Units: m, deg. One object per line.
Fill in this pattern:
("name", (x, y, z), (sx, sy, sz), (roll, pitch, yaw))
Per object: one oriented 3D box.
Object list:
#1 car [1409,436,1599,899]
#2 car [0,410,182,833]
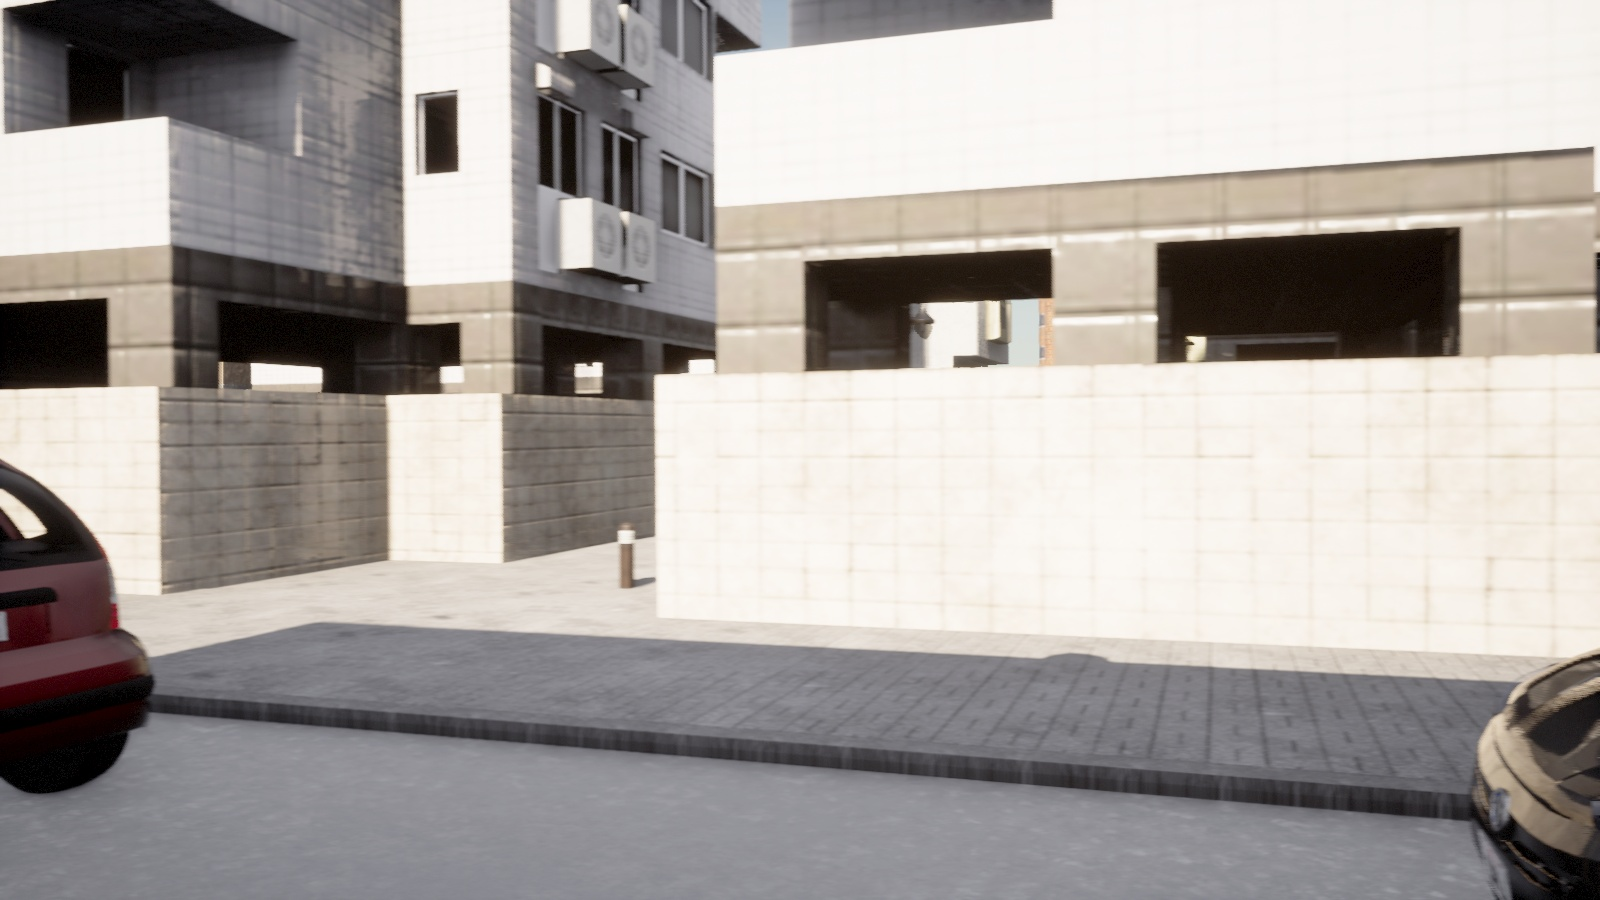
("car", (3.816, 0.741, 2.436), (4.514, 1.525, 2.007), (0, 1, 19))
("car", (-4.963, 0.646, 5.390), (3.988, 1.617, 1.851), (0, 1, 19))
